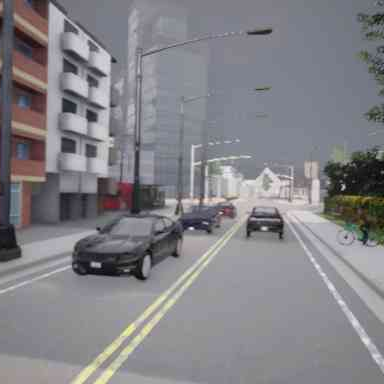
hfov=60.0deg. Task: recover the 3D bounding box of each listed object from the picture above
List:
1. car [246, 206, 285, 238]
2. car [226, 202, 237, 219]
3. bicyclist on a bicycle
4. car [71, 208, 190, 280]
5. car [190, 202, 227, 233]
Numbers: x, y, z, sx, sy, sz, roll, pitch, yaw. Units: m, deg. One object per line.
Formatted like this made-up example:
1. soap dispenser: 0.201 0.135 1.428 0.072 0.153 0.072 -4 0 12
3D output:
1. car: 4.004 1.537 18.196 2.128 1.511 4.902 1 0 13
2. car: 2.838 1.550 29.536 1.994 1.385 4.181 1 0 13
3. bicyclist on a bicycle: 6.865 1.431 13.694 1.656 1.620 0.582 1 0 13
4. car: -1.645 1.409 10.073 1.882 1.535 5.008 1 0 13
5. car: 0.573 1.506 19.750 2.033 1.411 5.357 1 0 13
